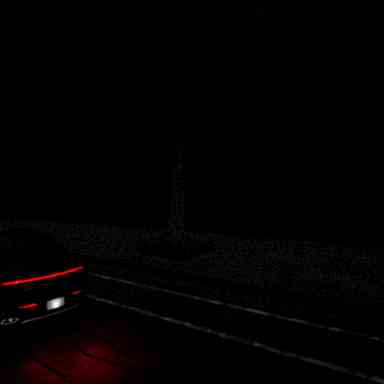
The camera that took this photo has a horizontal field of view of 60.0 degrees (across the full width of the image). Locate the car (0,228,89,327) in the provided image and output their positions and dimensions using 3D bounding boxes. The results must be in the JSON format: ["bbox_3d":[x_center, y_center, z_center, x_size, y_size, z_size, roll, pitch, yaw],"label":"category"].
[{"bbox_3d":[-4.098,1.491,6.608,4.892,1.490,1.837,0,0,36],"label":"car"}]
